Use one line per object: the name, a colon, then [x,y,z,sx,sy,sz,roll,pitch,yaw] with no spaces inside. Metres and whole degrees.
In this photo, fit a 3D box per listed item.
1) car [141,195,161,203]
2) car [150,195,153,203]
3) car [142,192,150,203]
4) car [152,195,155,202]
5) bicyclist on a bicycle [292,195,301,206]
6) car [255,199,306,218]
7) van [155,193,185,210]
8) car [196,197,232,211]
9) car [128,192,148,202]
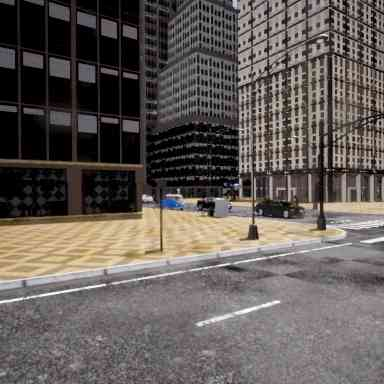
car: [-7.829,1.239,62.563,1.887,1.381,4.507,0,0,-34]
car: [-4.732,1.036,57.969,2.192,1.841,5.009,0,0,-34]
car: [-8.554,1.254,58.998,1.812,1.442,4.674,-1,1,-34]
car: [-3.226,1.349,45.388,1.812,1.442,4.674,-1,1,-34]
bicyclist on a bicycle: [11.998,1.119,38.415,1.656,1.620,0.582,-1,1,-34]
car: [7.684,1.420,29.191,1.837,1.490,4.892,-1,1,-34]
van: [-2.389,1.211,39.506,1.690,1.788,3.998,0,0,-34]
car: [2.417,1.362,37.004,2.128,1.511,4.902,-1,1,-34]
car: [-10.927,0.982,67.155,2.192,1.841,5.009,0,0,-34]
